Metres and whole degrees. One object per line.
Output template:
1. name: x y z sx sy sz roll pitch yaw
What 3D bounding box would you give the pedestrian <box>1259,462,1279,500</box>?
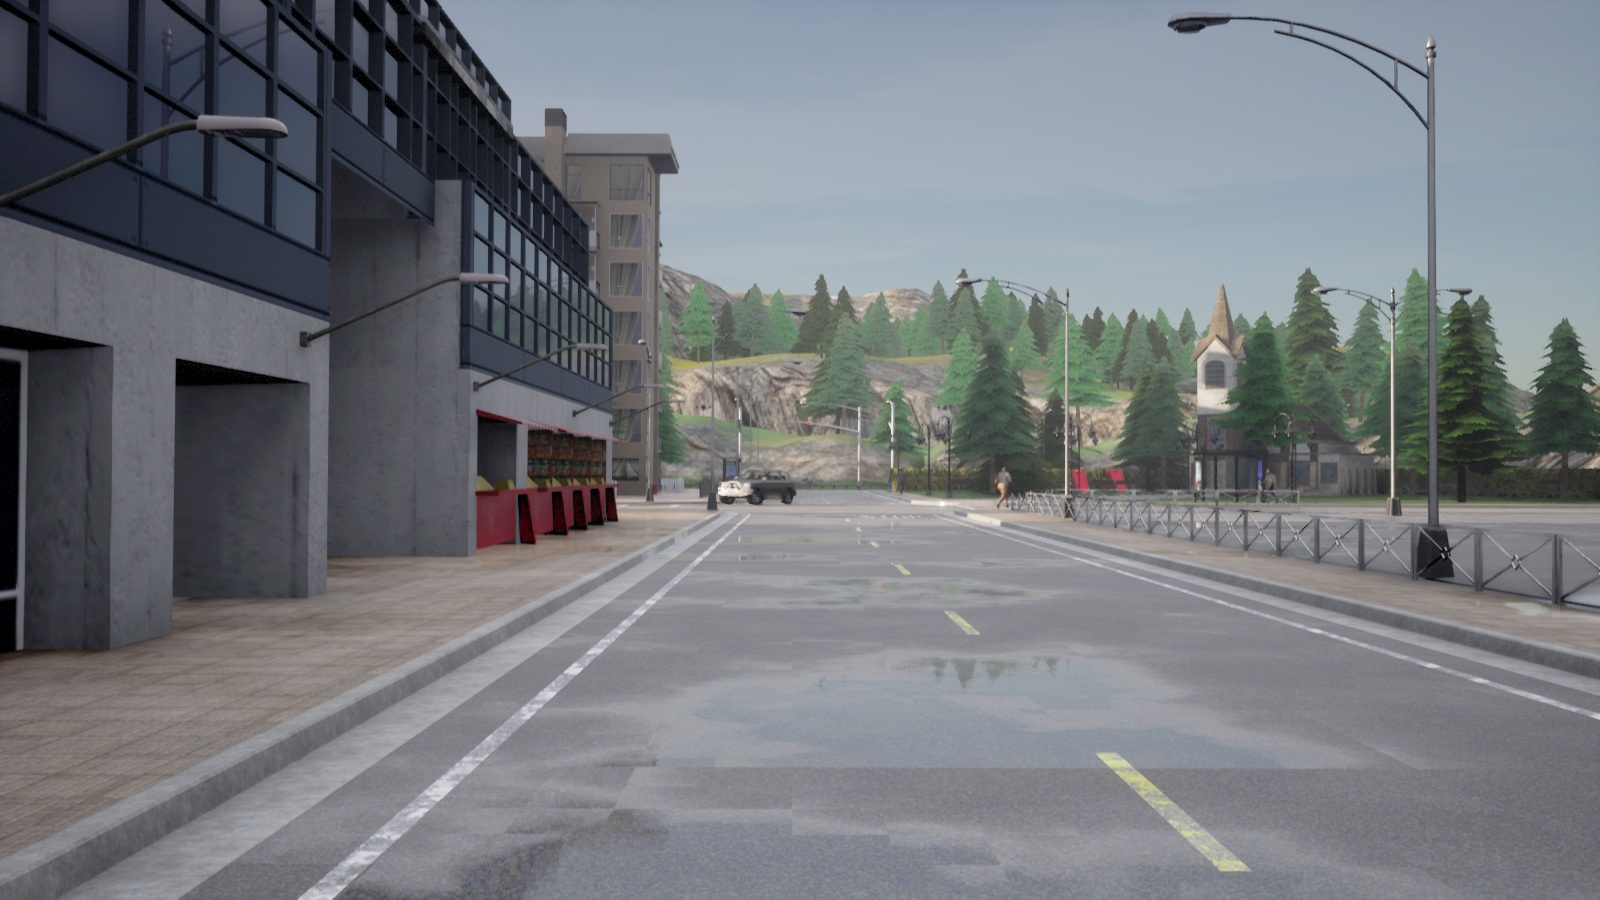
1. pedestrian: 23.665 1.564 63.377 0.788 1.949 0.423 0 -1 -3

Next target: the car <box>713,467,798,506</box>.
1. car: -2.144 1.800 62.515 1.932 1.855 4.605 0 -1 33

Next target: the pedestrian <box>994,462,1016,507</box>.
1. pedestrian: 8.442 1.409 51.714 0.694 1.848 0.540 1 -1 -45
